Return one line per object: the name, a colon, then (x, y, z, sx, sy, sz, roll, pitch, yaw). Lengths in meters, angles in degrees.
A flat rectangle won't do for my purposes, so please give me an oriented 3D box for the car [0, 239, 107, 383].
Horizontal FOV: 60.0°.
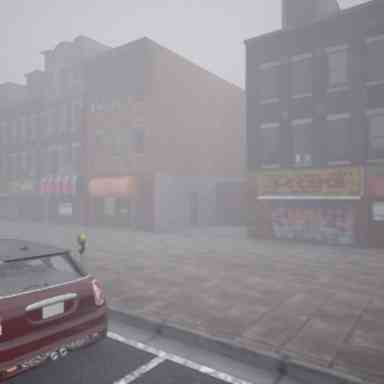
car: (-3.249, 1.455, 5.142, 4.097, 1.590, 1.967, 0, -1, 36)
